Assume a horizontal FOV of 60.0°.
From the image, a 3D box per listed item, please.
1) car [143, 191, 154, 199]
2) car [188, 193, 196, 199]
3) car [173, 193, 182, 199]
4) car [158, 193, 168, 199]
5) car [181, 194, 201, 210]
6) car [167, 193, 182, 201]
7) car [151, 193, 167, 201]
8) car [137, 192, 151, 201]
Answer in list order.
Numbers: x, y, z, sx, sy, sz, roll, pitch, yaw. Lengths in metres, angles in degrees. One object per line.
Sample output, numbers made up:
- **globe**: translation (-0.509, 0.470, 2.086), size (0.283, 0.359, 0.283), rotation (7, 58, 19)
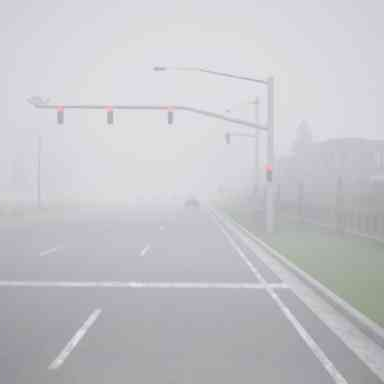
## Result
- **car**: translation (-10.509, 0.758, 80.679), size (2.097, 1.767, 4.553), rotation (0, 0, 0)
- **car**: translation (-0.009, 0.927, 80.711), size (1.812, 1.442, 4.674), rotation (0, 0, 0)
- **car**: translation (-3.509, 0.998, 80.741), size (1.895, 1.301, 4.718), rotation (0, 0, 0)
- **car**: translation (-7.009, 0.955, 80.710), size (1.994, 1.385, 4.181), rotation (0, 0, 0)
- **car**: translation (-0.004, 1.292, 39.679), size (1.837, 1.490, 4.892), rotation (0, 0, 0)
- **car**: translation (-3.508, 1.142, 70.291), size (2.128, 1.511, 4.902), rotation (0, 0, 0)
- **car**: translation (-7.008, 1.095, 70.291), size (1.882, 1.535, 5.008), rotation (0, 0, 0)
- **car**: translation (-10.508, 1.167, 70.674), size (1.994, 1.385, 4.181), rotation (0, 0, 0)
